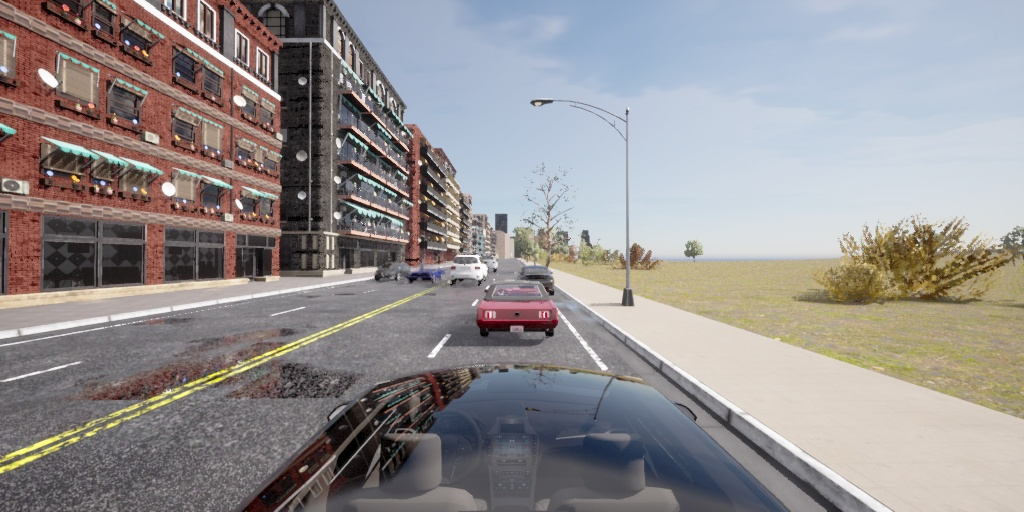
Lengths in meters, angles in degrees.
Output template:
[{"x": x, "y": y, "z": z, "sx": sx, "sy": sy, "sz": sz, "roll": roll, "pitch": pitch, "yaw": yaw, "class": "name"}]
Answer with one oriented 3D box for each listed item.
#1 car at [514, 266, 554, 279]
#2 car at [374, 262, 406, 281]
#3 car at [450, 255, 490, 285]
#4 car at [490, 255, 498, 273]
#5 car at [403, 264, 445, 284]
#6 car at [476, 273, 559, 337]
[{"x": 1.205, "y": 1.257, "z": 19.478, "sx": 1.837, "sy": 1.490, "sz": 4.892, "roll": 0, "pitch": 0, "yaw": 0, "class": "car"}, {"x": -9.742, "y": 1.257, "z": 29.595, "sx": 1.837, "sy": 1.490, "sz": 4.892, "roll": 0, "pitch": 0, "yaw": 0, "class": "car"}, {"x": -3.057, "y": 0.973, "z": 26.105, "sx": 2.150, "sy": 2.045, "sz": 5.566, "roll": 0, "pitch": 0, "yaw": 0, "class": "car"}, {"x": -2.972, "y": 0.964, "z": 44.864, "sx": 2.150, "sy": 2.045, "sz": 5.566, "roll": 0, "pitch": -1, "yaw": 0, "class": "car"}, {"x": -6.500, "y": 1.353, "z": 27.480, "sx": 1.895, "sy": 1.301, "sz": 4.718, "roll": 0, "pitch": 0, "yaw": 0, "class": "car"}, {"x": 0.131, "y": 1.352, "z": 10.277, "sx": 1.895, "sy": 1.301, "sz": 4.718, "roll": 0, "pitch": 0, "yaw": 0, "class": "car"}]
